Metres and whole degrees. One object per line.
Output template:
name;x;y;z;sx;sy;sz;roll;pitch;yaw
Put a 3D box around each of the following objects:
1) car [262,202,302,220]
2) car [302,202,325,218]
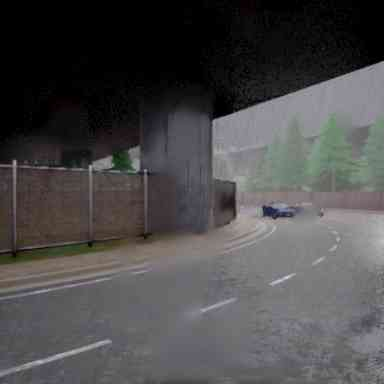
car;7.810;1.657;30.166;1.882;1.535;5.008;0;0;-5
car;11.062;1.702;32.460;1.812;1.442;4.674;0;0;-8
